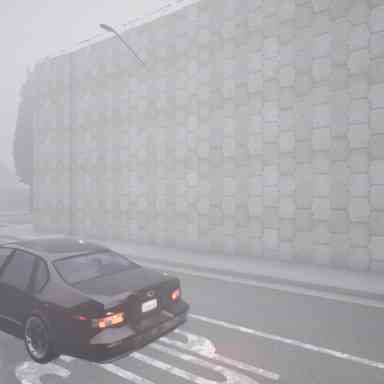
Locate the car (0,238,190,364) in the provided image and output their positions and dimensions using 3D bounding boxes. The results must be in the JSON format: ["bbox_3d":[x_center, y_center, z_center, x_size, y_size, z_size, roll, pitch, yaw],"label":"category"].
[{"bbox_3d":[-2.611,1.546,5.841,5.357,1.411,2.033,0,0,35],"label":"car"}]
